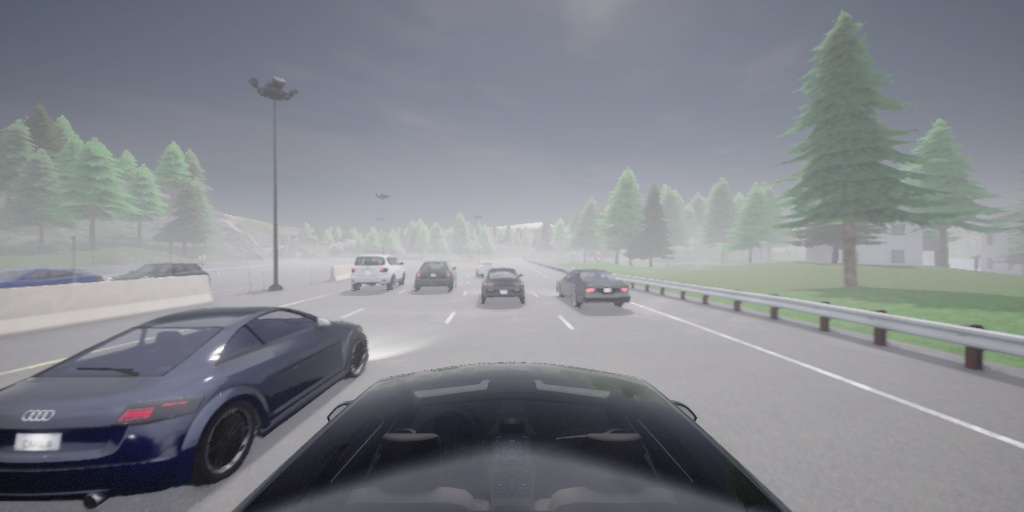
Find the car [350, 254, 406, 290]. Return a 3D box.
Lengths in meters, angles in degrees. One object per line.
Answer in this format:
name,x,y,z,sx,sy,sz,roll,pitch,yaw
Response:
car,-7.969,0.928,21.780,2.150,2.045,5.566,0,0,-6

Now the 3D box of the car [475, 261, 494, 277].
car,-2.409,1.150,33.560,1.812,1.442,4.674,0,0,-9

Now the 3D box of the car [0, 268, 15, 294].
car,-28.858,1.405,18.039,1.994,1.385,4.181,0,0,-5

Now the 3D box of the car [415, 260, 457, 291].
car,-4.432,1.040,21.437,2.097,1.767,4.553,0,0,-5

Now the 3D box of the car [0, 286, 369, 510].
car,-3.490,1.321,4.634,1.994,1.385,4.181,0,0,0

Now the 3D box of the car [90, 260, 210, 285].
car,-18.393,1.129,18.796,2.097,1.767,4.553,0,0,-5

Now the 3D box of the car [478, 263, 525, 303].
car,-0.463,1.215,16.156,1.812,1.442,4.674,0,0,-4

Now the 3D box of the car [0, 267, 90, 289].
car,-21.674,1.287,15.915,1.882,1.535,5.008,0,0,-4

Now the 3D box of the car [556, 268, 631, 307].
car,3.148,1.222,14.877,2.033,1.411,5.357,0,0,-4
